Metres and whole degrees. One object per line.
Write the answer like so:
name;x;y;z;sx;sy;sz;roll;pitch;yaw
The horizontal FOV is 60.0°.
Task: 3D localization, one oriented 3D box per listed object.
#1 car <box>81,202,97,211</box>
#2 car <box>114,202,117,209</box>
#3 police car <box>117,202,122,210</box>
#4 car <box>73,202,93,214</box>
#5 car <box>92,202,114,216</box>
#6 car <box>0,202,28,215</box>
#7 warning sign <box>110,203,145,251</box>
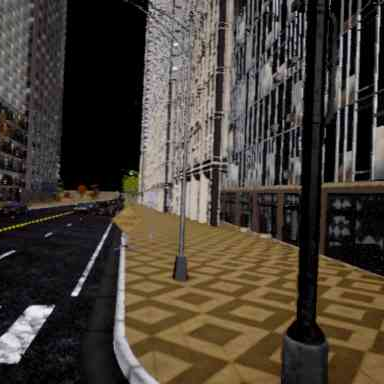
car;-17.725;2.518;57.498;2.033;1.411;5.357;3;-2;-11
car;-13.672;2.535;53.853;1.837;1.490;4.892;3;-2;-11
police car;-15.426;2.773;67.698;1.930;1.638;5.238;3;-2;-11
car;-15.642;2.314;47.271;2.033;1.411;5.357;3;-2;-12
car;-11.674;2.340;44.079;1.837;1.490;4.892;3;-2;-11
car;-20.709;1.873;38.840;2.033;1.411;5.357;3;-2;-11
warning sign;-2.714;1.455;14.034;1.300;1.860;1.060;4;-1;-11
